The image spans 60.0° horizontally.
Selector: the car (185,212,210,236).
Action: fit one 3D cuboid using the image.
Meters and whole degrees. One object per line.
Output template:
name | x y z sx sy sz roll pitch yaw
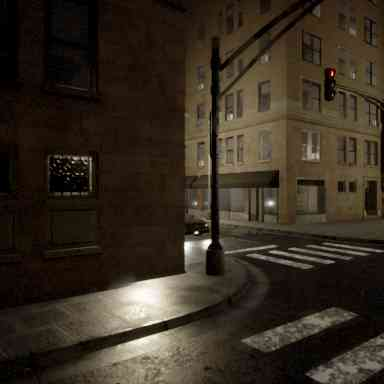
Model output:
car | -1.331 1.514 17.727 2.033 1.411 5.357 0 0 -36
